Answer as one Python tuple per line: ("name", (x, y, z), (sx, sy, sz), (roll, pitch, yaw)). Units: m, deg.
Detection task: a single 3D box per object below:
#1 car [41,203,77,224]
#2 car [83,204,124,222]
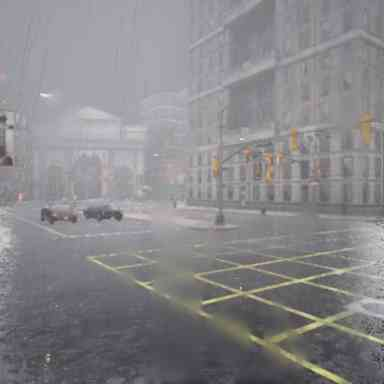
("car", (-10.178, 1.578, 25.284), (1.812, 1.442, 4.674), (1, 0, -35))
("car", (-7.329, 1.681, 27.315), (1.895, 1.301, 4.718), (1, 0, -35))
